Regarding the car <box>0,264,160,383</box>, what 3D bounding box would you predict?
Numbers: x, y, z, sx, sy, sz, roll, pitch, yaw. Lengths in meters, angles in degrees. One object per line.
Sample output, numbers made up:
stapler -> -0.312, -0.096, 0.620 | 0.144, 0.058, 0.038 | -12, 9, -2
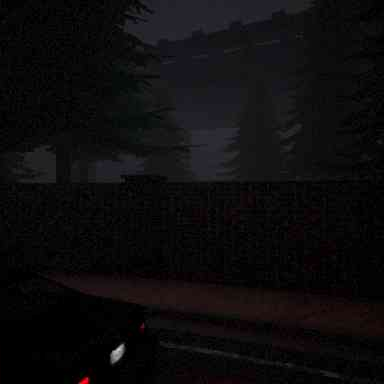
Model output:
car -> -3.101, 1.547, 3.768 | 5.357, 1.411, 2.033 | 0, 0, 16
